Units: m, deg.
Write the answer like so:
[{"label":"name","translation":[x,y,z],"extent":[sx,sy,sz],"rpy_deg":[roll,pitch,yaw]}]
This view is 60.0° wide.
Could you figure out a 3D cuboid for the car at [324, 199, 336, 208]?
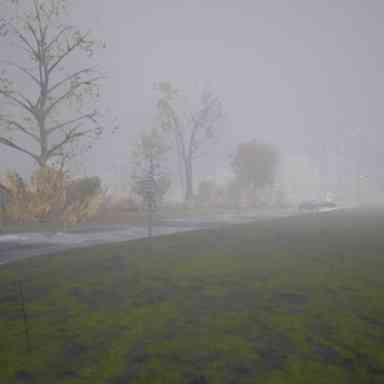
[{"label":"car","translation":[22.454,1.911,55.023],"extent":[2.128,1.511,4.902],"rpy_deg":[1,0,36]}]

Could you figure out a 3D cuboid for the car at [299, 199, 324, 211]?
[{"label":"car","translation":[16.575,1.859,46.807],"extent":[1.837,1.490,4.892],"rpy_deg":[1,0,36]}]
